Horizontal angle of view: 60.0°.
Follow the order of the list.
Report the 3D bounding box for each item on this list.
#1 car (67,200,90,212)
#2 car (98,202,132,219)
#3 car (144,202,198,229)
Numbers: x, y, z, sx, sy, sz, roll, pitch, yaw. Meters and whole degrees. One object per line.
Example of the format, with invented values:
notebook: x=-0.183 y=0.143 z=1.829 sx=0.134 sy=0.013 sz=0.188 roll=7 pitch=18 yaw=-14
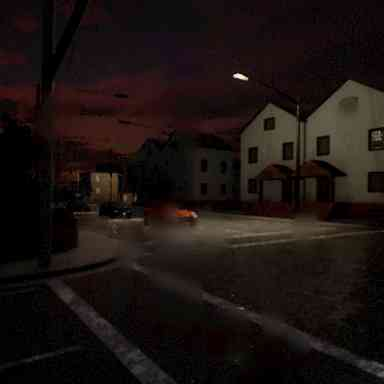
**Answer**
car: x=-14.069 y=1.686 z=40.923 sx=1.812 sy=1.442 sz=4.674 roll=1 pitch=-1 yaw=-35
car: x=-7.331 y=1.684 z=31.389 sx=1.812 sy=1.442 sz=4.674 roll=1 pitch=-1 yaw=-35
car: x=-1.547 y=1.510 z=23.215 sx=2.097 sy=1.767 sz=4.553 roll=1 pitch=-1 yaw=-35
